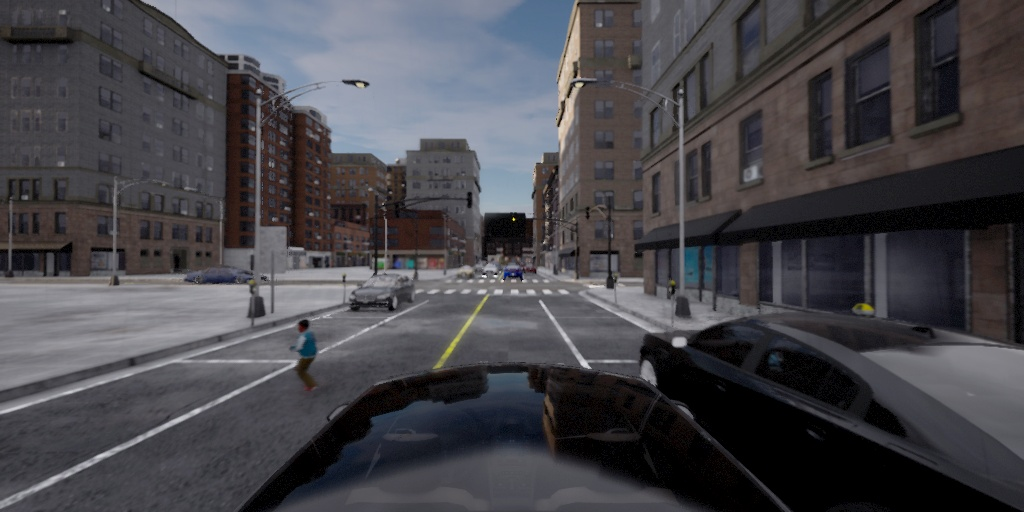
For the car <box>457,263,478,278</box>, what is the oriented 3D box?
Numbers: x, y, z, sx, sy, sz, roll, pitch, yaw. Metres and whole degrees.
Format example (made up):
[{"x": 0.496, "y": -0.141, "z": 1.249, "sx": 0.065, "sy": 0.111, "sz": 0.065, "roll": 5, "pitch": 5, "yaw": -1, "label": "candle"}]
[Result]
[{"x": -5.370, "y": 1.777, "z": 42.017, "sx": 1.751, "sy": 1.417, "sz": 4.829, "roll": 0, "pitch": 0, "yaw": 0, "label": "car"}]

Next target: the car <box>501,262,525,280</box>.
[{"x": 0.114, "y": 1.672, "z": 37.573, "sx": 1.882, "sy": 1.535, "sz": 5.008, "roll": 0, "pitch": -1, "yaw": 0, "label": "car"}]

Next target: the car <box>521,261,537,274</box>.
[{"x": 2.661, "y": 1.832, "z": 53.506, "sx": 1.967, "sy": 1.591, "sz": 4.097, "roll": 0, "pitch": 0, "yaw": 0, "label": "car"}]

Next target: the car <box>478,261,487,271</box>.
[{"x": -5.362, "y": 2.014, "z": 59.171, "sx": 2.007, "sy": 1.370, "sz": 4.403, "roll": 0, "pitch": 0, "yaw": 0, "label": "car"}]

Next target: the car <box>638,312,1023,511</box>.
[{"x": 2.751, "y": 1.247, "z": 3.226, "sx": 1.882, "sy": 1.535, "sz": 5.008, "roll": 0, "pitch": -1, "yaw": 0, "label": "car"}]

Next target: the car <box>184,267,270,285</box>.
[{"x": -21.430, "y": 1.511, "z": 27.007, "sx": 5.357, "sy": 1.411, "sz": 2.033, "roll": 0, "pitch": -1, "yaw": 0, "label": "car"}]

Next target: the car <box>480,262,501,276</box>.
[{"x": -2.819, "y": 1.841, "z": 47.344, "sx": 1.812, "sy": 1.442, "sz": 4.674, "roll": 0, "pitch": -1, "yaw": 0, "label": "car"}]

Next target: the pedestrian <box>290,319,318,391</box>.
[{"x": -3.065, "y": 1.469, "z": 5.412, "sx": 0.500, "sy": 1.100, "sz": 0.500, "roll": 0, "pitch": -1, "yaw": -8, "label": "pedestrian"}]

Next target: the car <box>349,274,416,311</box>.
[{"x": -5.381, "y": 1.469, "z": 15.343, "sx": 2.007, "sy": 1.370, "sz": 4.403, "roll": 0, "pitch": 0, "yaw": 0, "label": "car"}]
